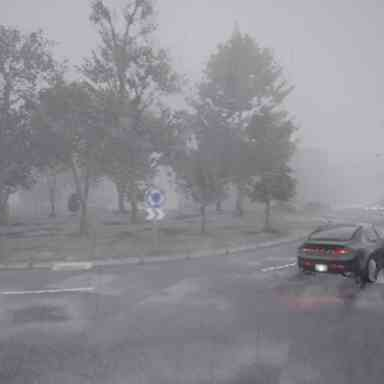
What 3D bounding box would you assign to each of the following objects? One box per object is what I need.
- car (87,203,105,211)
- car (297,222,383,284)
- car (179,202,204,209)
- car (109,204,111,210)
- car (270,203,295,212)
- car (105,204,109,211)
[{"bbox_3d":[-24.591,3.857,81.306,4.892,1.521,2.231,1,-3,-24],"label":"car"},{"bbox_3d":[5.008,1.693,10.281,1.837,1.490,4.892,-5,-4,45],"label":"car"},{"bbox_3d":[0.046,2.477,59.475,4.902,1.511,2.128,0,-3,20],"label":"car"},{"bbox_3d":[-24.971,3.943,87.261,5.566,2.045,2.435,1,-4,-24],"label":"car"},{"bbox_3d":[12.868,2.180,48.379,1.994,1.385,4.181,2,-3,-30],"label":"car"},{"bbox_3d":[-24.826,3.773,84.267,5.566,2.045,2.435,1,-3,-24],"label":"car"}]
